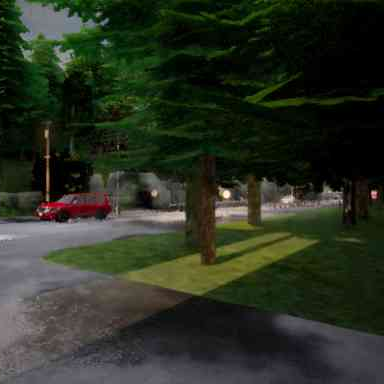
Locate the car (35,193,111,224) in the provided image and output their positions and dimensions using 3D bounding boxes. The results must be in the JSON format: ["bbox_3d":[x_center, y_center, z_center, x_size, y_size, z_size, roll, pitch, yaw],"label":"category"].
[{"bbox_3d":[-8.578,1.136,24.567,2.150,2.045,5.566,0,0,35],"label":"car"}]

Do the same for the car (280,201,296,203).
[{"bbox_3d":[17.869,1.443,61.893,1.812,1.442,4.674,0,0,35],"label":"car"}]
